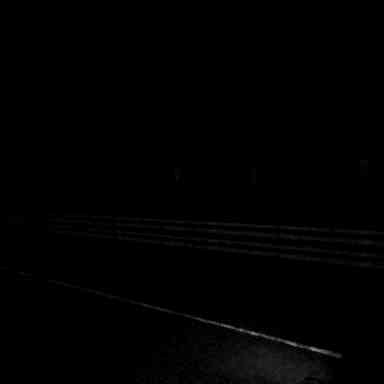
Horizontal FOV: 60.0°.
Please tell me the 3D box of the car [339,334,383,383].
[{"bbox_3d":[3.250,1.516,1.674,4.674,1.442,1.812,0,0,36],"label":"car"}]
